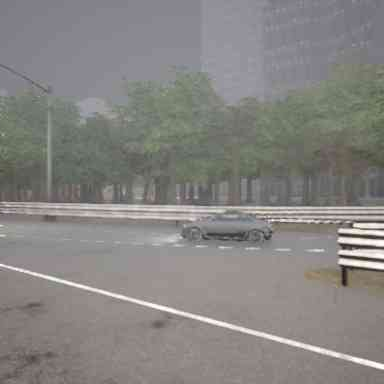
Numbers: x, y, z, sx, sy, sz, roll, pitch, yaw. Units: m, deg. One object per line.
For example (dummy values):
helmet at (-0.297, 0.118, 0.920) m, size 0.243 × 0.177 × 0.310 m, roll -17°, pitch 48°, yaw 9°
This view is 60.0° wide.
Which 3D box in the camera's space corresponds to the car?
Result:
car at (1.613, 1.579, 15.329) m, size 4.181 × 1.385 × 1.994 m, roll 0°, pitch 0°, yaw 15°
